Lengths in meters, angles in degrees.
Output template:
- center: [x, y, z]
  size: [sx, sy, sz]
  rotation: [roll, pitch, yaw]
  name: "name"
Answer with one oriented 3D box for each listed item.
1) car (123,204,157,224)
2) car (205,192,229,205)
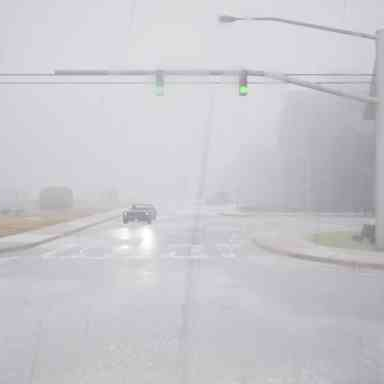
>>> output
- center: [-3.685, 1.522, 24.048]
  size: [1.895, 1.301, 4.718]
  rotation: [0, 0, 0]
  name: "car"
- center: [3.932, 0.991, 52.666]
  size: [1.905, 1.878, 3.866]
  rotation: [-8, 4, -42]
  name: "car"
